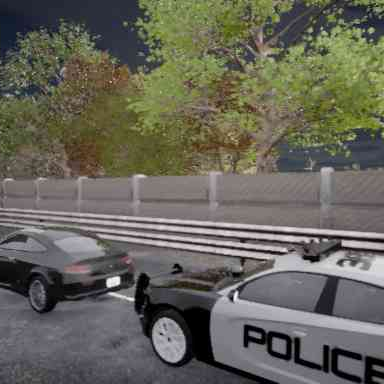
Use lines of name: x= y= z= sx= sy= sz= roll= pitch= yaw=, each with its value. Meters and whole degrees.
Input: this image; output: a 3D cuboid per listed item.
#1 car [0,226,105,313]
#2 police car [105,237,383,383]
car: x=-3.339 y=1.500 z=7.549 sx=4.674 sy=1.442 sz=1.812 roll=0 pitch=0 yaw=36
police car: x=1.452 y=1.423 z=4.122 sx=5.238 sy=1.638 sz=1.930 roll=0 pitch=0 yaw=36
